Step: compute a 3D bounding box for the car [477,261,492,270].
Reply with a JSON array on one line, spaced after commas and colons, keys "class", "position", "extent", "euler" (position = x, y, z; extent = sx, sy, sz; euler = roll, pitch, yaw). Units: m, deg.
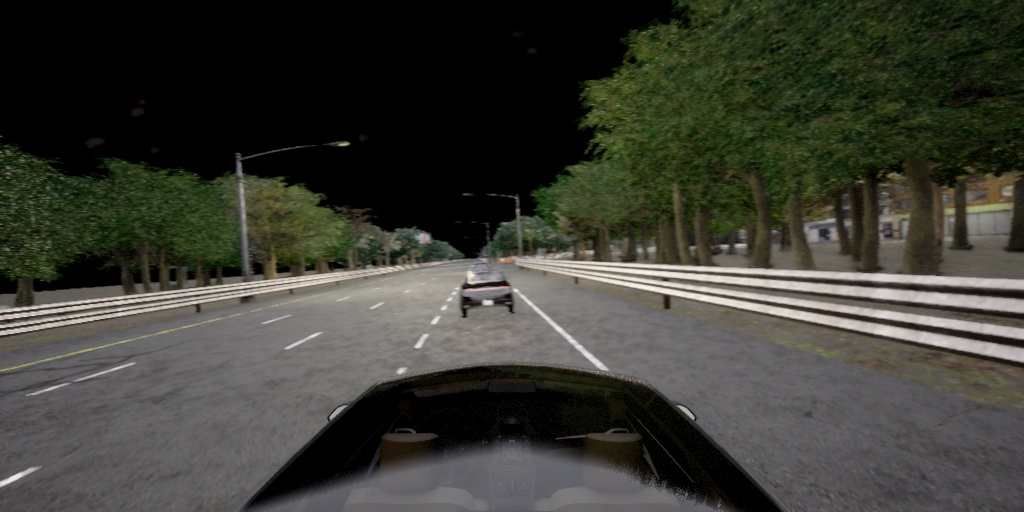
[{"class": "car", "position": [-4.348, 1.499, 57.671], "extent": [1.895, 1.301, 4.718], "euler": [-4, 0, 2]}]

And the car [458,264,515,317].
[{"class": "car", "position": [-1.000, 1.277, 13.773], "extent": [2.128, 1.511, 4.902], "euler": [-4, 0, -5]}]

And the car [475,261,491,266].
[{"class": "car", "position": [-3.211, 1.438, 37.680], "extent": [1.994, 1.385, 4.181], "euler": [-4, 0, -5]}]
